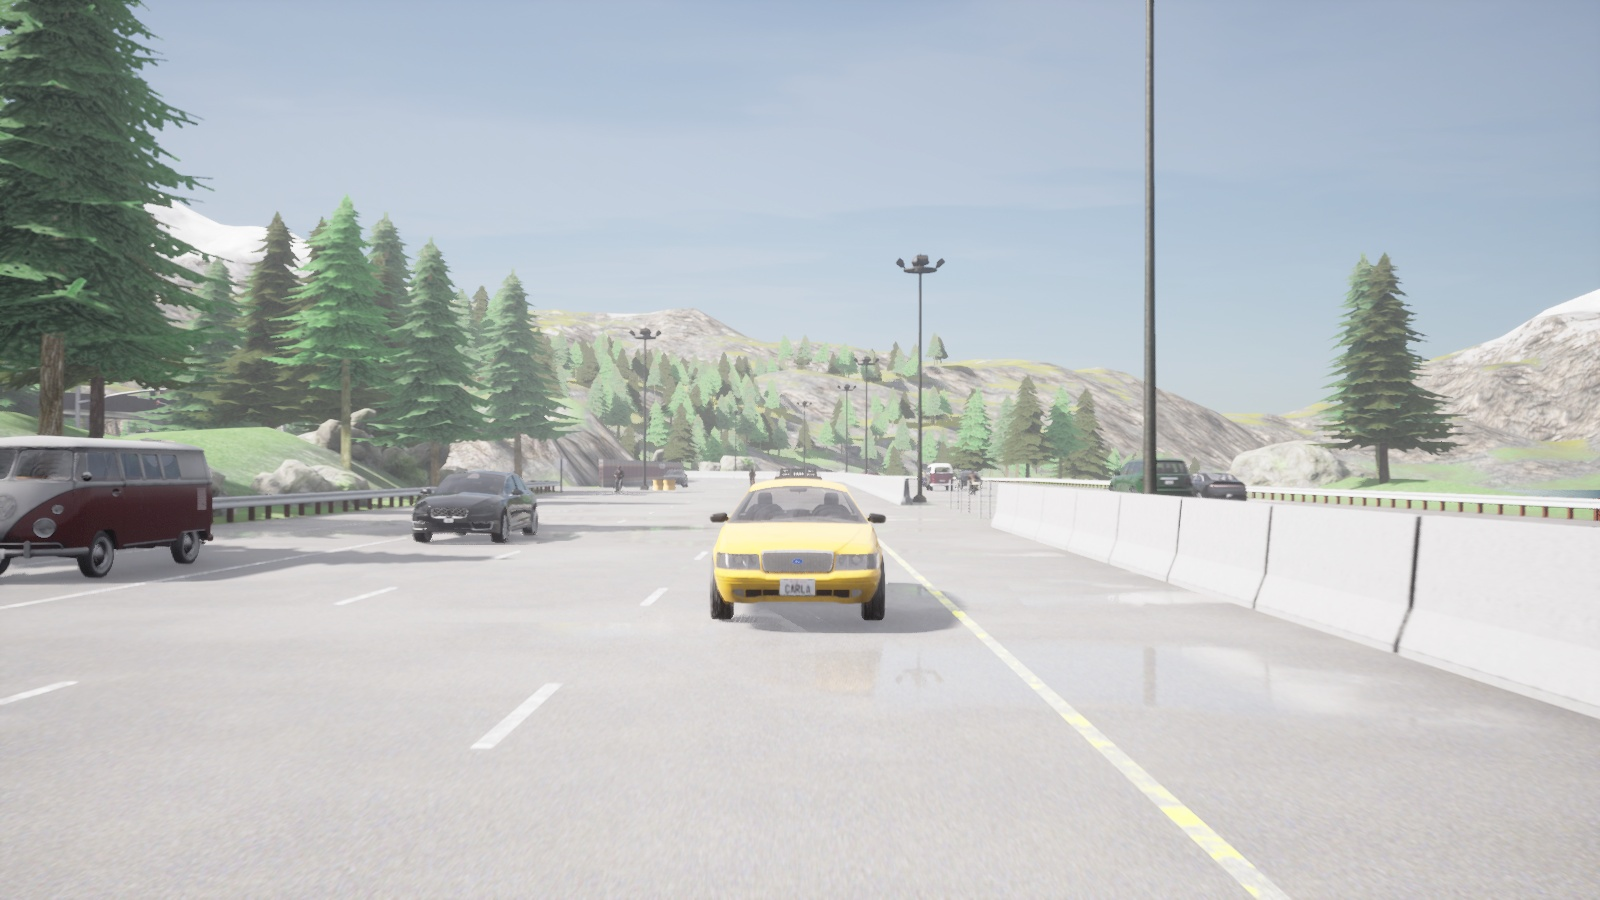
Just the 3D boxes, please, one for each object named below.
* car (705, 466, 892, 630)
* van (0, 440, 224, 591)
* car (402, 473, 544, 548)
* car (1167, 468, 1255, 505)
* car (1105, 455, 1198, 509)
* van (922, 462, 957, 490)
[{"bbox_3d":[-0.015,0.978,14.767,1.801,1.575,5.366,0,-1,0],"label":"car"},{"bbox_3d":[-10.515,0.896,18.750,1.775,1.987,4.442,0,-1,0],"label":"van"},{"bbox_3d":[-7.014,1.271,27.504,1.837,1.490,4.892,0,-1,0],"label":"car"},{"bbox_3d":[17.485,1.527,53.701,2.128,1.511,4.902,0,-1,0],"label":"car"},{"bbox_3d":[13.984,1.252,50.346,2.150,2.045,5.566,0,-1,0],"label":"car"},{"bbox_3d":[10.484,1.952,94.665,2.069,2.038,4.480,0,-1,0],"label":"van"}]
